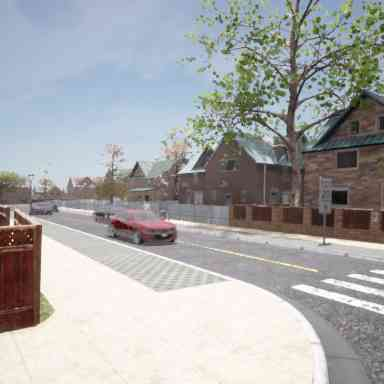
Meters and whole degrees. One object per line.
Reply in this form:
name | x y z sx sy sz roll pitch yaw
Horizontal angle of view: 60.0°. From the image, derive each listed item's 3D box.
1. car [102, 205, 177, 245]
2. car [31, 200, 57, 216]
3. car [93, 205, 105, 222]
car | -2.591 1.641 16.607 1.882 1.535 5.008 2 -2 -34
car | -17.574 1.979 38.793 1.837 1.490 4.892 2 -2 -34
car | -6.936 1.863 28.263 2.128 1.511 4.902 2 -2 -34
